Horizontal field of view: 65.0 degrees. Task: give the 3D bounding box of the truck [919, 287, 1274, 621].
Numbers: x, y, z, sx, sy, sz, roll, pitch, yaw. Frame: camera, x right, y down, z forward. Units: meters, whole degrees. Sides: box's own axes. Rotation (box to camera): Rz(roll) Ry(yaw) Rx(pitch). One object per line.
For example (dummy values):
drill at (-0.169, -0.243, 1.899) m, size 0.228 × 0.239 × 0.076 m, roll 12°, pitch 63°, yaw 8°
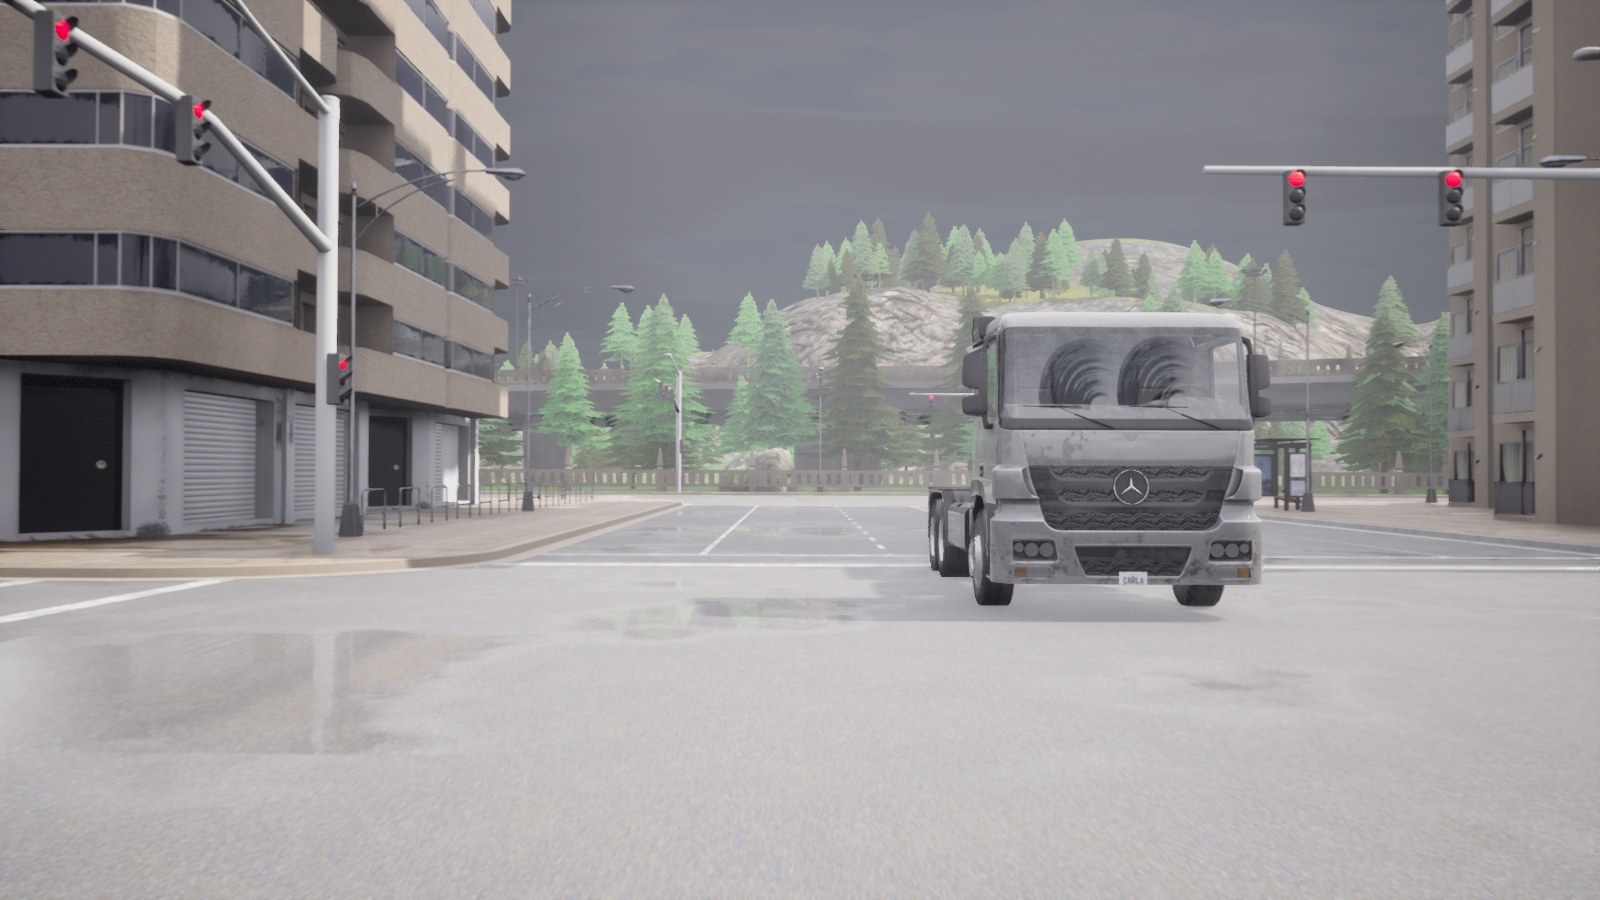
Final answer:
truck at (3.457, 0.104, 17.022) m, size 2.891 × 3.462 × 7.936 m, roll 0°, pitch -1°, yaw 0°
